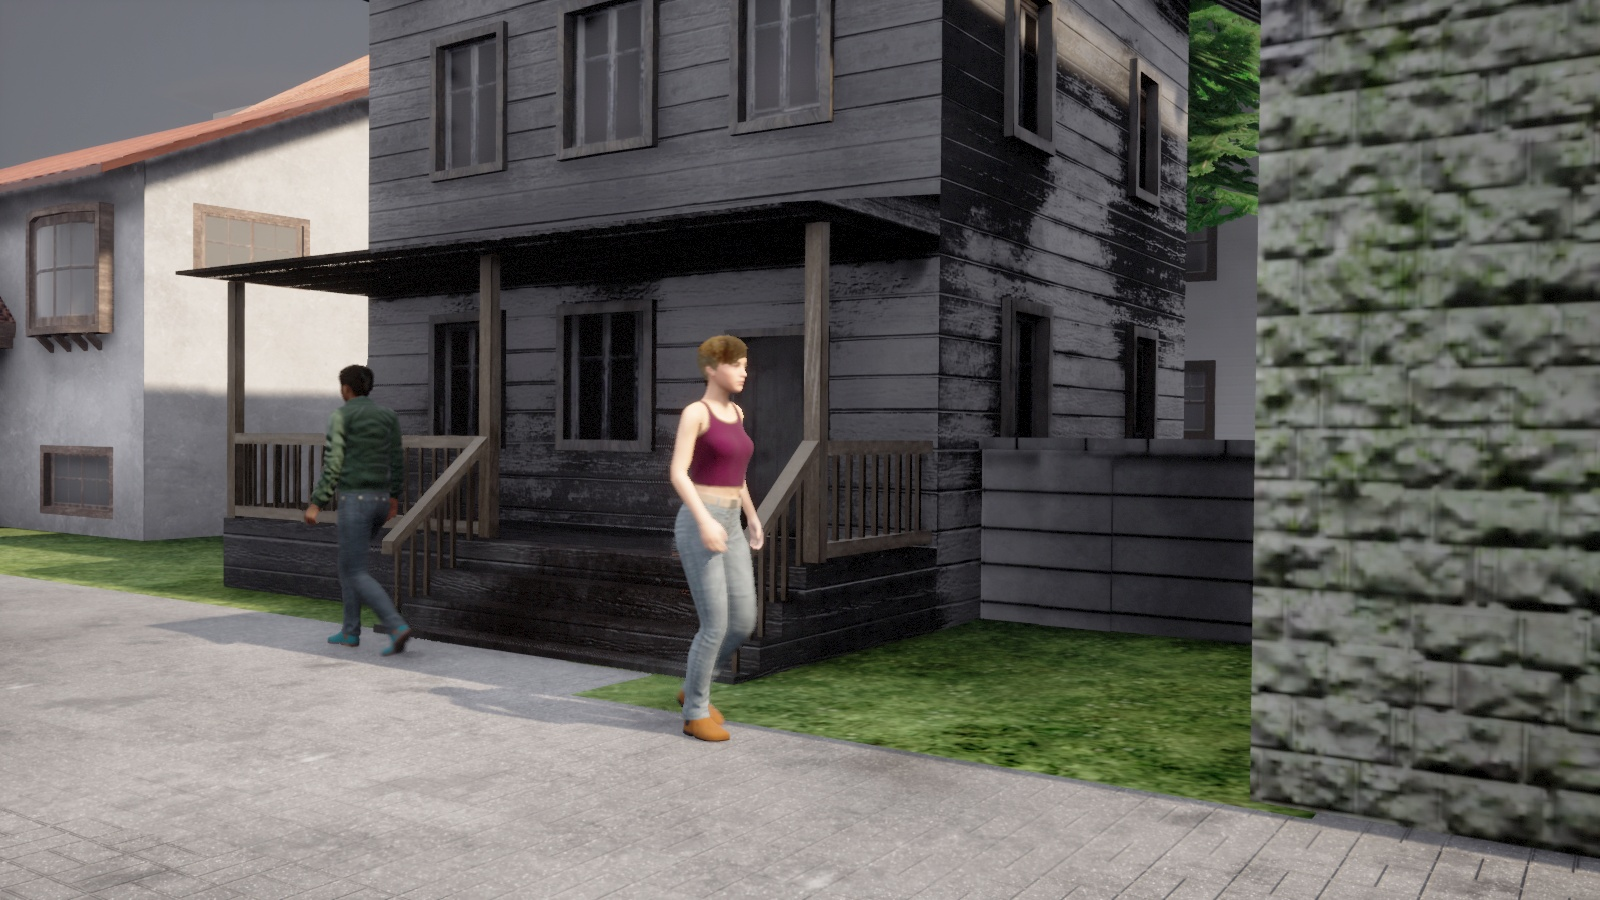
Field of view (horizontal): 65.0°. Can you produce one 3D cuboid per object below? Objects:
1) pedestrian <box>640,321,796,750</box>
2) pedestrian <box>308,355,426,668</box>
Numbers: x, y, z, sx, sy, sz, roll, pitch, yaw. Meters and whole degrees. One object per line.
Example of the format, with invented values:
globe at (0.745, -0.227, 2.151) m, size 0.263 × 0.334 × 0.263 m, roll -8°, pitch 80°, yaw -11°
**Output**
pedestrian at (-0.369, 0.367, 5.671) m, size 0.594 × 1.836 × 0.345 m, roll 0°, pitch 1°, yaw 31°
pedestrian at (-2.662, 0.360, 7.714) m, size 0.614 × 1.847 × 0.353 m, roll 0°, pitch 1°, yaw 32°
